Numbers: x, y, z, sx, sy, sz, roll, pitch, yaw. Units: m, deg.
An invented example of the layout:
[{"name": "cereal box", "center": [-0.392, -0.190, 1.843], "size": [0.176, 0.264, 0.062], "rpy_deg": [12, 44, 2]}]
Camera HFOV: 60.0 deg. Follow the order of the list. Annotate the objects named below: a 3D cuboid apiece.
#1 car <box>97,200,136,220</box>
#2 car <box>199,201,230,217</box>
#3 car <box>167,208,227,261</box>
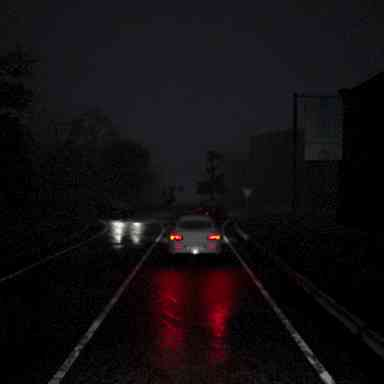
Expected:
[{"name": "car", "center": [-6.652, 1.485, 28.998], "size": [1.882, 1.535, 5.008], "rpy_deg": [0, 1, -37]}, {"name": "car", "center": [2.020, 1.534, 29.596], "size": [1.882, 1.535, 5.008], "rpy_deg": [0, 1, 17]}, {"name": "car", "center": [0.115, 1.542, 12.299], "size": [1.812, 1.442, 4.674], "rpy_deg": [0, 0, 0]}]
